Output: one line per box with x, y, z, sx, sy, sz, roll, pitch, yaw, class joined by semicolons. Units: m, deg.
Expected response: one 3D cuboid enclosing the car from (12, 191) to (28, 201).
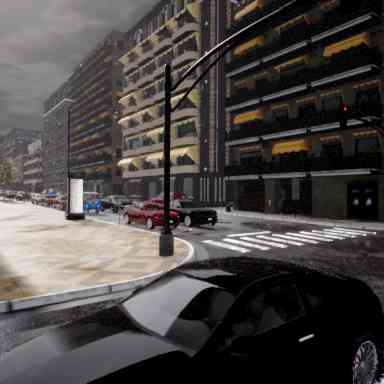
-25.742;0.541;51.068;1.967;1.590;4.097;2;0;-36;car

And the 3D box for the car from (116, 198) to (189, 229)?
-2.401;1.261;19.085;1.887;1.381;4.507;2;0;-36;car

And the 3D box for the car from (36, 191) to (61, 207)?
-15.740;0.909;37.361;1.887;1.381;4.507;2;0;-36;car

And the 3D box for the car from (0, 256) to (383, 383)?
0.333;1.526;3.626;4.674;1.442;1.812;0;0;-36;car

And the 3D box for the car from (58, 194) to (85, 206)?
-14.636;0.964;40.251;1.895;1.301;4.718;1;0;-36;car

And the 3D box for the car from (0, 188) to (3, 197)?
-39.085;0.301;69.344;2.008;1.369;4.403;2;0;-36;car

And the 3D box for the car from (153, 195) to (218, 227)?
-0.412;1.216;20.728;1.882;1.535;5.008;1;0;-35;car

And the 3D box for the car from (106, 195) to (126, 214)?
-6.521;1.068;29.106;2.128;1.511;4.902;1;1;-36;car

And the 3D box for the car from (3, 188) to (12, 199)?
-32.415;0.470;60.206;1.887;1.381;4.507;2;0;-36;car

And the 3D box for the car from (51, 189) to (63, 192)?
-25.751;0.529;65.291;1.752;1.417;4.829;2;0;-36;car

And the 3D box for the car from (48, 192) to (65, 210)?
-12.405;0.997;32.793;1.887;1.381;4.507;2;0;-36;car

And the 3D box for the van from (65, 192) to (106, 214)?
-9.064;0.881;28.223;1.690;1.788;3.998;2;0;-36;van

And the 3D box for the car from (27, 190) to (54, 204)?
-18.975;0.805;41.793;1.752;1.417;4.829;2;0;-36;car

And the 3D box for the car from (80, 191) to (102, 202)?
-15.643;0.710;51.446;1.967;1.590;4.097;2;0;-36;car

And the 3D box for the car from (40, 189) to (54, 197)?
-32.318;0.271;74.291;1.967;1.590;4.097;2;0;-36;car

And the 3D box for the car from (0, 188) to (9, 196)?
-42.413;-0.022;73.913;2.192;1.841;5.009;2;0;-36;car

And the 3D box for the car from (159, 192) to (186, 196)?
-2.300;0.936;33.170;2.192;1.841;5.009;2;0;-36;car
